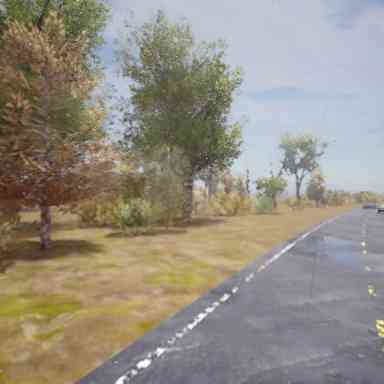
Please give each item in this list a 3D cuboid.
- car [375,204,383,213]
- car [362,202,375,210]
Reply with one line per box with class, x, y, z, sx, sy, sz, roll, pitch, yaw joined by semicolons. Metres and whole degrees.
car;27.987;2.353;48.057;1.895;1.301;4.718;0;-1;32
car;32.447;2.493;60.879;1.994;1.385;4.181;0;-1;33
